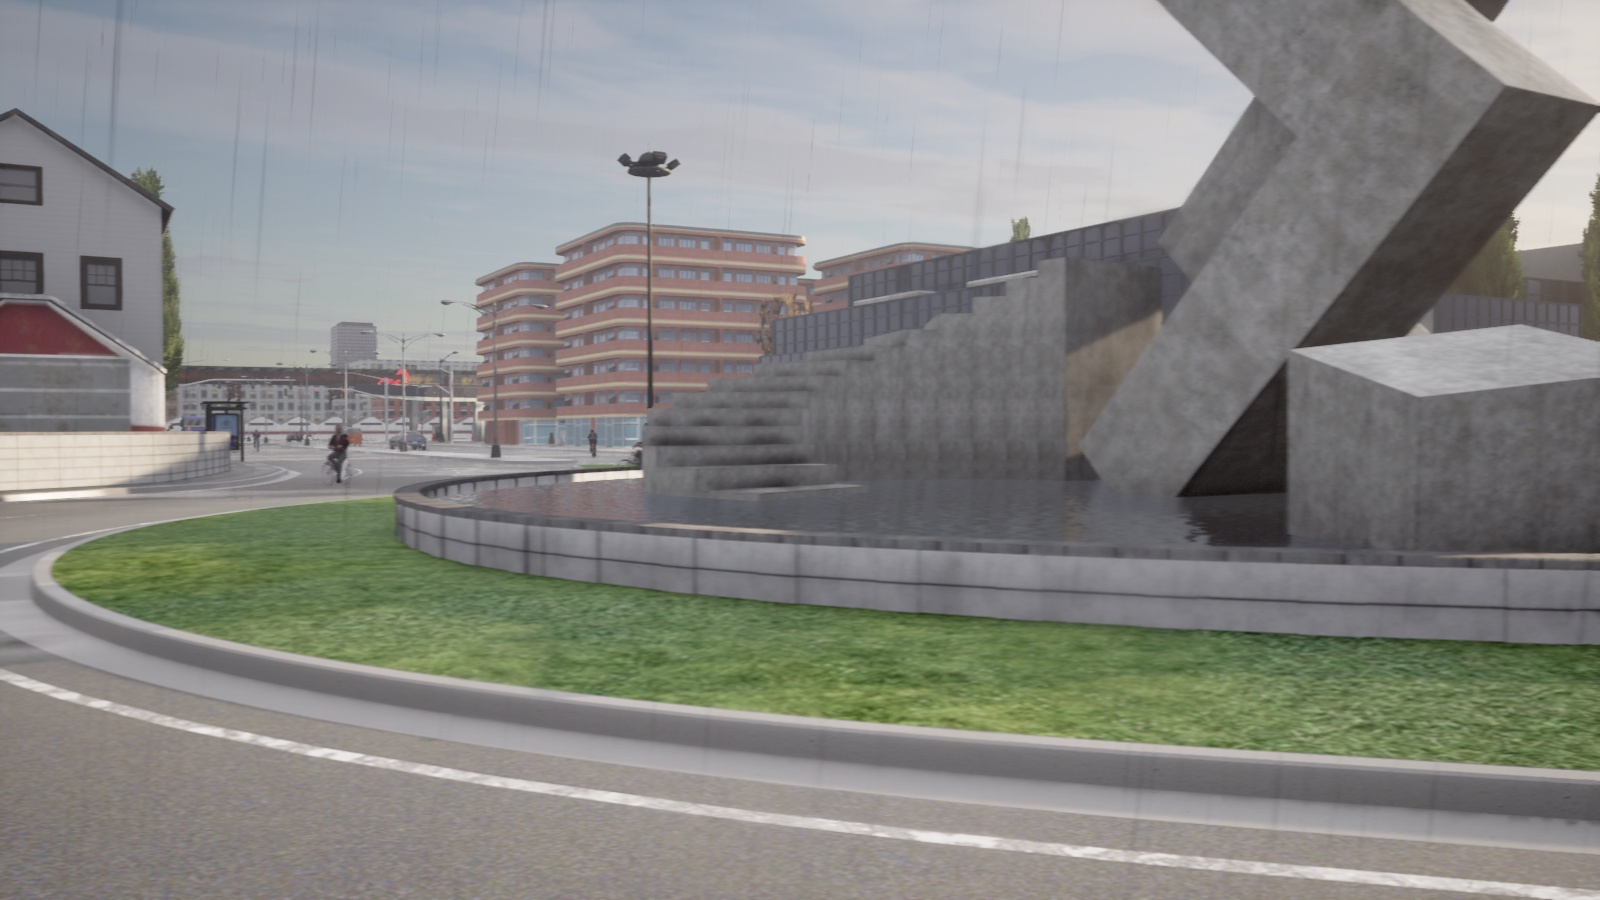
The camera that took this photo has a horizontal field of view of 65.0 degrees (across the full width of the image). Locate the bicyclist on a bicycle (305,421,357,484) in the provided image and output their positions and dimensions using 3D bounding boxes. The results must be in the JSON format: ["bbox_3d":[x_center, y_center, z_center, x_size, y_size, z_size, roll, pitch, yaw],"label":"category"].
[{"bbox_3d":[-13.443,0.057,36.057,0.659,1.776,1.843,0,1,5],"label":"bicyclist on a bicycle"}]
